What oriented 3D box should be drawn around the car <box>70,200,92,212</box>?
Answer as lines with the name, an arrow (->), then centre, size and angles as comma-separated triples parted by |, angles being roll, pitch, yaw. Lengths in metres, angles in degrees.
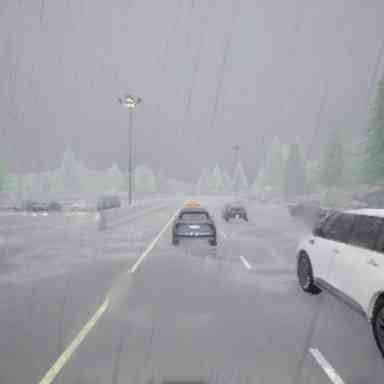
car -> -14.064, 1.756, 42.703 | 1.812, 1.442, 4.674 | 0, 0, 0

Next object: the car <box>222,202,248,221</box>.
car -> 3.591, 1.661, 28.718 | 1.837, 1.490, 4.892 | 0, 0, 0

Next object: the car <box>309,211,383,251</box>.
car -> 7.097, 1.647, 15.210 | 1.994, 1.385, 4.181 | 0, 0, 0

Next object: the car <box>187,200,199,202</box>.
car -> 0.092, 1.697, 40.650 | 1.882, 1.535, 5.008 | 0, 0, 0

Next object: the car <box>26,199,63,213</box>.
car -> -17.578, 1.766, 40.575 | 2.033, 1.411, 5.357 | 0, 0, 0

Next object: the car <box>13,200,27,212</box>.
car -> -21.061, 1.722, 42.732 | 2.128, 1.511, 4.902 | 0, 0, 1

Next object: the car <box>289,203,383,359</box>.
car -> 3.600, 1.256, 5.809 | 2.150, 2.045, 5.566 | 0, 0, 0

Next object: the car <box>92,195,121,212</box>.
car -> -10.568, 1.450, 42.650 | 2.150, 2.045, 5.566 | 0, 0, 0

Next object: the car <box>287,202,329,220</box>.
car -> 10.576, 1.714, 30.888 | 2.033, 1.411, 5.357 | 0, 0, 0

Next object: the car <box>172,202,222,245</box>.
car -> 0.098, 1.518, 16.088 | 2.033, 1.649, 4.856 | 0, 0, 0
